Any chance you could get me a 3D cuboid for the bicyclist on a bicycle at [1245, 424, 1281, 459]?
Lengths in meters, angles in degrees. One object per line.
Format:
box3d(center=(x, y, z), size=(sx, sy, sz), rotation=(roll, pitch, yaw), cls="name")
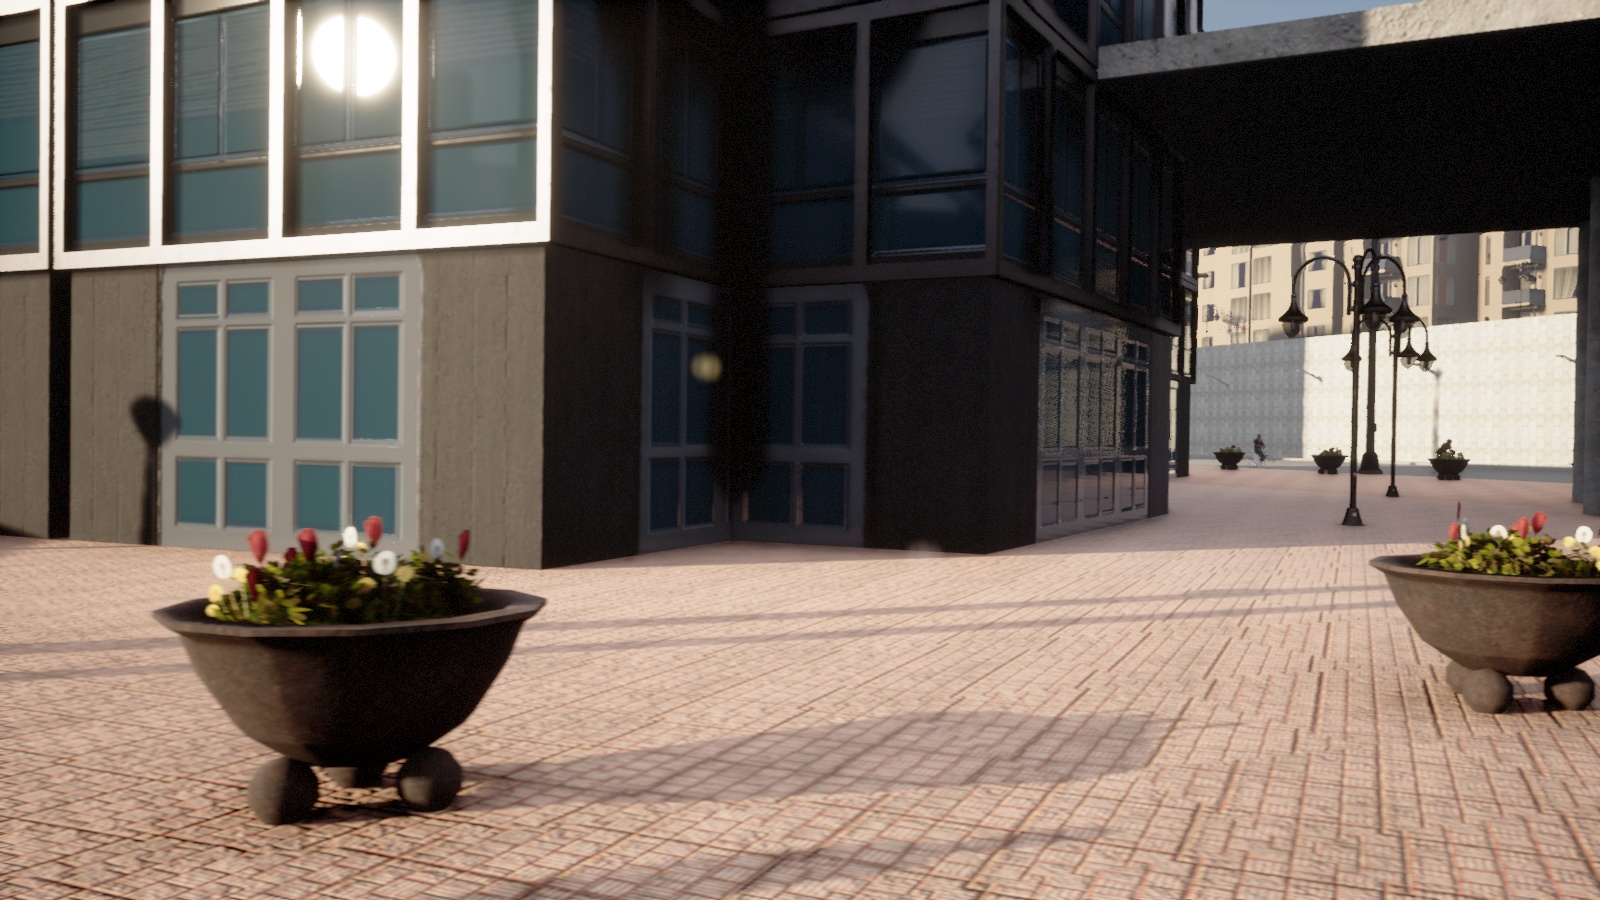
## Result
box3d(center=(23.569, -0.438, 63.916), size=(0.659, 1.776, 1.843), rotation=(-1, 1, -21), cls="bicyclist on a bicycle")
